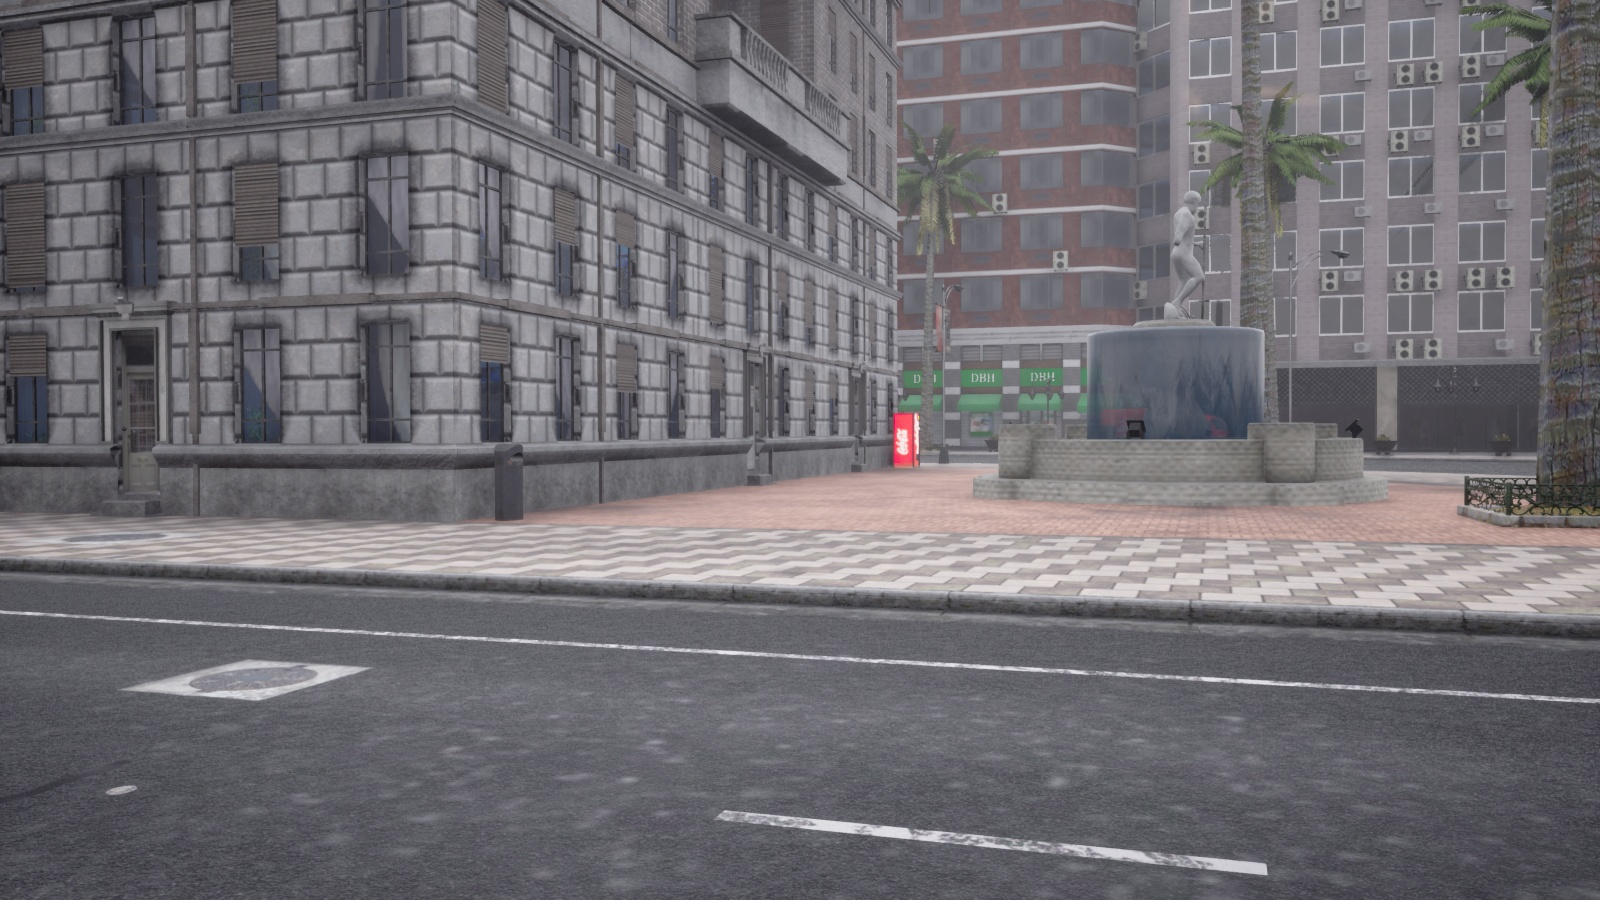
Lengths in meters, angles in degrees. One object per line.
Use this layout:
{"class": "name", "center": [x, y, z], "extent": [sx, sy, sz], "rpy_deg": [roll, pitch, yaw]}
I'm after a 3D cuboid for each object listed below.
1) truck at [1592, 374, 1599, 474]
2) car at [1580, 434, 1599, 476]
{"class": "truck", "center": [33.522, -0.934, 45.060], "extent": [2.891, 3.827, 8.468], "rpy_deg": [0, 1, -23]}
{"class": "car", "center": [30.263, 0.197, 43.690], "extent": [2.128, 1.511, 4.902], "rpy_deg": [0, 1, -25]}
